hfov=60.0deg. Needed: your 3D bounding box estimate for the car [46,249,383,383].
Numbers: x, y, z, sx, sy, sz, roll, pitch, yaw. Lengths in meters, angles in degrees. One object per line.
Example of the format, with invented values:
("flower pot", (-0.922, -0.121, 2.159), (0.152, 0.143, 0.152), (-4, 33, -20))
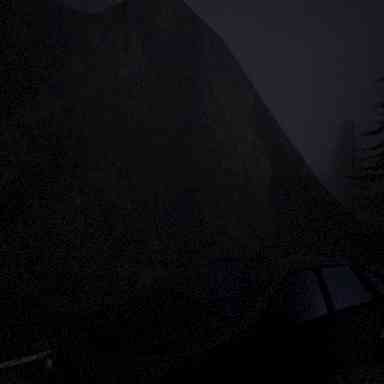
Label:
("car", (1.059, 1.547, 4.392), (5.357, 1.411, 2.033), (0, 0, -31))
